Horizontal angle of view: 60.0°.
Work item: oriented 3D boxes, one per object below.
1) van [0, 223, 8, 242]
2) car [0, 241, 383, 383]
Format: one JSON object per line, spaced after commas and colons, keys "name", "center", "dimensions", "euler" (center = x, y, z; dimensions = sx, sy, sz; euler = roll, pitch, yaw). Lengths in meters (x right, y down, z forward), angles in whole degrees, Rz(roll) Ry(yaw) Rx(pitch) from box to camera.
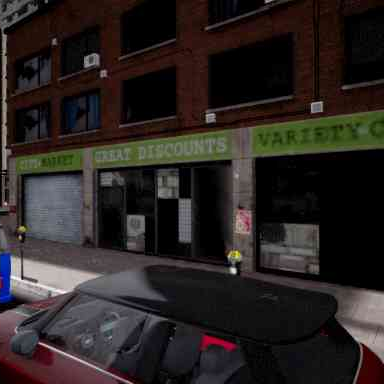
{"name": "van", "center": [-5.123, 1.343, 6.379], "dimensions": [3.998, 1.788, 1.690], "euler": [0, 0, 35]}
{"name": "car", "center": [-0.490, 1.440, 3.075], "dimensions": [4.097, 1.590, 1.967], "euler": [0, 0, 35]}
